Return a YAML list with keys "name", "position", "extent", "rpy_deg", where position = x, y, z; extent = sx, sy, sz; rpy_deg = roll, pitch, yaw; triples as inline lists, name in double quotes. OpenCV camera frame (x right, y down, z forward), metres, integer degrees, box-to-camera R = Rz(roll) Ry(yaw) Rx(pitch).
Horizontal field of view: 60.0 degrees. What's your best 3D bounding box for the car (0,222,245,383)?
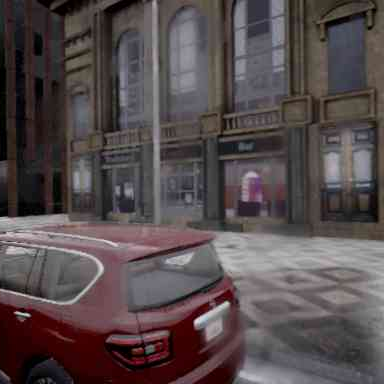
- name: "car"
  position: [-1.773, 1.334, 4.314]
  extent: [5.009, 1.841, 2.192]
  rpy_deg: [-1, 0, 34]
